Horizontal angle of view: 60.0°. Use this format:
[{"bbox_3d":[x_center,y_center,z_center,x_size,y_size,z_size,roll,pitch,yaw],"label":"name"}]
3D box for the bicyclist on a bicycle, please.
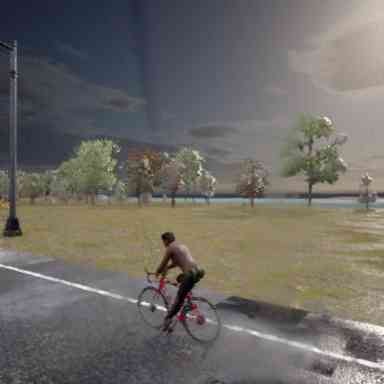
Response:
[{"bbox_3d":[-0.260,1.459,5.242,1.656,1.620,0.582,0,0,36],"label":"bicyclist on a bicycle"}]
